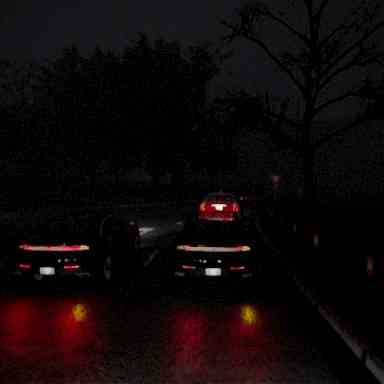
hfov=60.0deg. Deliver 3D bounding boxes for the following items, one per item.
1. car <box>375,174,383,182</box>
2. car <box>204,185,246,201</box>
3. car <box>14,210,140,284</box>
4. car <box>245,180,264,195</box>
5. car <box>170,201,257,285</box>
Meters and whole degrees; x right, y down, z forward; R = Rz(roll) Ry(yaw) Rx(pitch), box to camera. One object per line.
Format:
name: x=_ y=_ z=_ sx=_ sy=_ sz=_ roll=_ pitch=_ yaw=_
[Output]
car: x=35.093 y=-2.585 z=59.814 sx=2.185 sy=1.767 sz=4.553 roll=-2 pitch=5 yaw=-15
car: x=1.660 y=0.668 z=17.970 sx=2.097 sy=1.767 sz=4.553 roll=1 pitch=3 yaw=10
car: x=-2.688 y=1.236 z=8.907 sx=2.128 sy=1.511 sz=4.902 roll=0 pitch=2 yaw=3
car: x=6.951 y=-0.592 z=37.281 sx=1.882 sy=1.535 sz=5.008 roll=2 pitch=4 yaw=12
car: x=0.556 y=1.244 z=8.843 sx=2.128 sy=1.511 sz=4.902 roll=0 pitch=2 yaw=3
